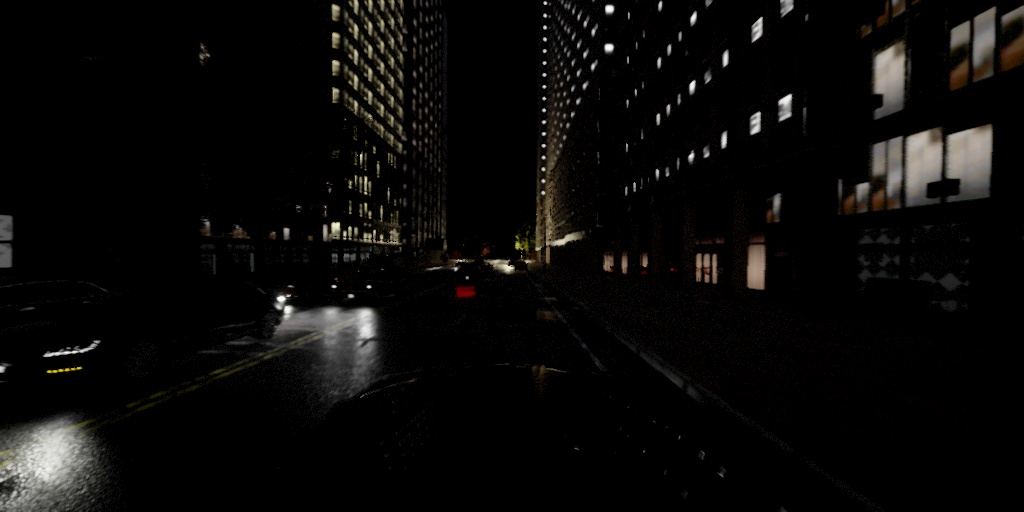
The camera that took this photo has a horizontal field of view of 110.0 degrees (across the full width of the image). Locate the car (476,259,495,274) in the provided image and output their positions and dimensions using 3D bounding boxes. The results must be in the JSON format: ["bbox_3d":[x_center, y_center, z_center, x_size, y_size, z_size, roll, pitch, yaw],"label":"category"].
[{"bbox_3d":[-3.095,1.414,42.325,1.994,1.385,4.181,1,0,1],"label":"car"}]

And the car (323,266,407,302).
[{"bbox_3d":[-6.557,1.339,16.821,1.895,1.301,4.718,1,0,0],"label":"car"}]

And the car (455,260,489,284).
[{"bbox_3d":[-3.131,1.309,27.714,1.837,1.490,4.892,1,0,1],"label":"car"}]

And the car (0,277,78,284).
[{"bbox_3d":[-9.840,1.179,6.672,1.837,1.490,4.892,1,0,0],"label":"car"}]

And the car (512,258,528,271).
[{"bbox_3d":[1.268,1.397,52.692,1.882,1.535,5.008,1,0,0],"label":"car"}]

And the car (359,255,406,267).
[{"bbox_3d":[-9.725,0.963,27.257,2.150,2.045,5.566,1,0,1],"label":"car"}]

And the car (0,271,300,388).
[{"bbox_3d":[-6.590,1.210,7.021,1.837,1.490,4.892,1,0,0],"label":"car"}]

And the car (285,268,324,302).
[{"bbox_3d":[-9.802,1.271,16.568,1.994,1.385,4.181,1,0,1],"label":"car"}]
